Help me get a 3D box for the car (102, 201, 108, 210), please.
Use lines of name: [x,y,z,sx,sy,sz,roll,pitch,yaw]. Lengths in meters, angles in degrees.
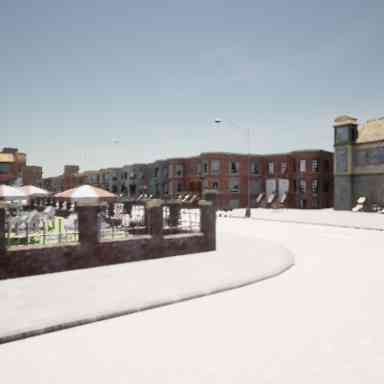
car: [-10.568,1.505,38.001,2.033,1.411,5.357,0,0,-35]
